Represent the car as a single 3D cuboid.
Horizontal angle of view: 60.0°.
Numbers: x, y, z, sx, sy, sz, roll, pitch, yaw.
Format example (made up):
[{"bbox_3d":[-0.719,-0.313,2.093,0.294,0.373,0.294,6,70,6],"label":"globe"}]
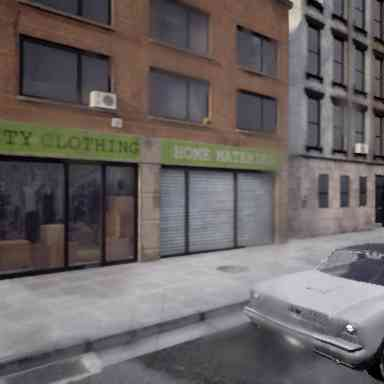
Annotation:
[{"bbox_3d":[3.113,1.625,5.579,4.718,1.301,1.895,0,0,-35],"label":"car"}]
